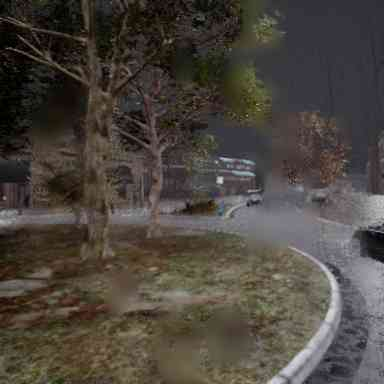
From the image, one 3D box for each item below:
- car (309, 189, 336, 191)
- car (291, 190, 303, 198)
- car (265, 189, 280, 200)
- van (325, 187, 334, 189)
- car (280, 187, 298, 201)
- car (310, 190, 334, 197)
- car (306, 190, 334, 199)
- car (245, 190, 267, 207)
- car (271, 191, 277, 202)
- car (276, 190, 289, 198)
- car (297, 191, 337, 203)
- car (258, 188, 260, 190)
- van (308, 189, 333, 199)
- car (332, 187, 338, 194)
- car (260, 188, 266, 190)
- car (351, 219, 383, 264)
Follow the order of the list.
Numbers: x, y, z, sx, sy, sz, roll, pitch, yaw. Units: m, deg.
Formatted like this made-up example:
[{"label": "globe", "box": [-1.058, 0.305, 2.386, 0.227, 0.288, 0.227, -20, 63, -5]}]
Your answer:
[{"label": "car", "box": [20.279, 0.770, 53.675, 4.553, 1.767, 2.185, 0, 1, 22]}, {"label": "car", "box": [22.454, 0.353, 71.148, 1.837, 1.490, 4.892, 0, 2, 25]}, {"label": "car", "box": [15.607, 0.606, 62.935, 2.097, 1.767, 4.553, 0, 1, 23]}, {"label": "van", "box": [21.183, 0.608, 56.281, 4.442, 1.987, 1.878, 0, 1, 22]}, {"label": "car", "box": [18.333, 0.482, 61.670, 2.150, 2.045, 5.566, 0, 1, 23]}, {"label": "car", "box": [28.892, 0.382, 73.641, 4.792, 1.488, 2.163, 0, 2, 26]}, {"label": "car", "box": [26.433, 0.498, 68.763, 5.366, 1.575, 1.946, 0, 2, 25]}, {"label": "car", "box": [8.627, 1.028, 44.198, 2.097, 1.767, 4.553, 0, 1, 18]}, {"label": "car", "box": [11.938, 1.039, 53.697, 1.994, 1.385, 4.181, 0, 1, 22]}, {"label": "car", "box": [19.546, 0.344, 72.007, 1.837, 1.490, 4.892, 0, 2, 25]}, {"label": "car", "box": [19.205, 0.957, 51.142, 4.892, 1.521, 2.231, 0, 1, 22]}, {"label": "car", "box": [14.491, 0.303, 81.928, 2.097, 1.535, 5.008, 0, 2, 27]}, {"label": "van", "box": [25.585, 0.348, 66.142, 4.442, 1.987, 1.878, 0, 1, 24]}, {"label": "car", "box": [22.349, 0.522, 58.769, 5.566, 2.045, 2.435, 0, 1, 23]}, {"label": "car", "box": [16.960, 0.181, 86.834, 2.163, 1.488, 4.792, 0, 2, 28]}, {"label": "car", "box": [6.285, 1.498, 9.782, 2.128, 1.511, 4.902, 0, 0, 9]}]
